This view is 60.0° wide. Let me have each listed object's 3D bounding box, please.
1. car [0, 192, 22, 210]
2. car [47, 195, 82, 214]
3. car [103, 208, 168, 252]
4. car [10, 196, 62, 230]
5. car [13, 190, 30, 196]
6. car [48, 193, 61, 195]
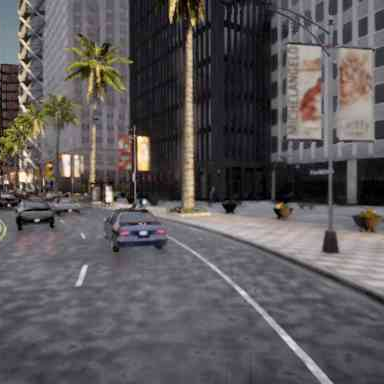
[{"bbox_3d":[-19.758,1.055,35.554,1.837,1.490,4.892,-1,1,-34],"label":"car"},{"bbox_3d":[-11.295,1.209,29.327,1.895,1.301,4.718,-1,1,-34],"label":"car"},{"bbox_3d":[-2.414,1.359,13.219,2.033,1.411,5.357,0,1,-19],"label":"car"},{"bbox_3d":[-9.256,1.238,19.459,2.128,1.511,4.902,-1,1,-29],"label":"car"},{"bbox_3d":[-35.918,0.449,70.668,2.185,1.767,4.553,-1,1,-34],"label":"car"},{"bbox_3d":[-19.330,0.868,46.429,2.231,1.521,4.892,-1,1,-34],"label":"car"}]
